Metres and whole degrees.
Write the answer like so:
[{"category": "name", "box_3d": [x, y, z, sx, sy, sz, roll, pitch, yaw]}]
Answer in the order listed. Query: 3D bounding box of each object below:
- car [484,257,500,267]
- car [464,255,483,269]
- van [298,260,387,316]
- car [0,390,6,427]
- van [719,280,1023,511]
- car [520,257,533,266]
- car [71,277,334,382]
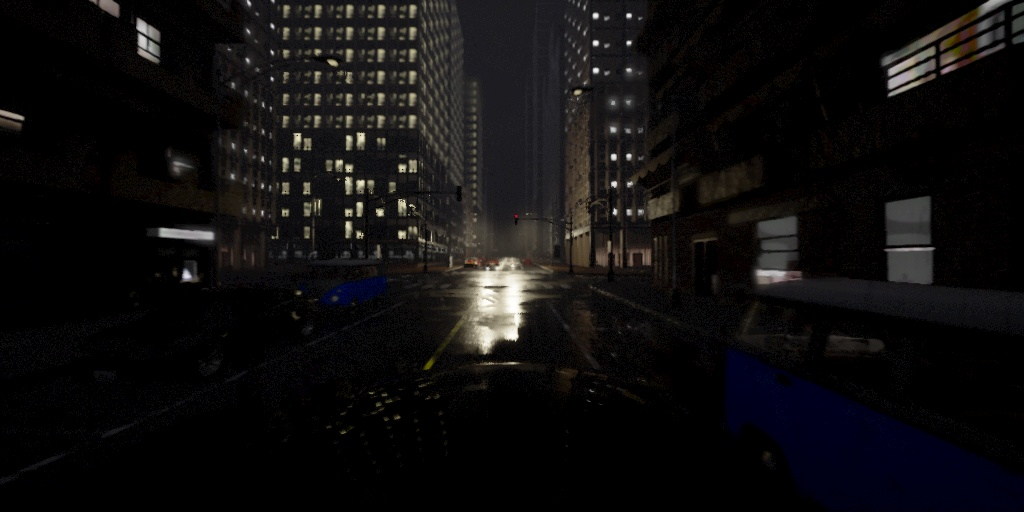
[{"category": "car", "box_3d": [-2.993, 0.997, 56.340, 1.812, 1.442, 4.674, 0, 0, 0]}, {"category": "car", "box_3d": [-5.684, 0.935, 50.767, 1.967, 1.591, 4.097, 0, 0, 0]}, {"category": "van", "box_3d": [-5.825, 1.034, 12.701, 1.690, 1.789, 3.998, 0, 0, 0]}, {"category": "car", "box_3d": [-5.656, 1.333, 1.621, 1.802, 1.307, 4.207, 0, 0, 0]}, {"category": "van", "box_3d": [2.692, 1.091, 1.672, 1.690, 1.789, 3.998, 0, 0, 0]}, {"category": "car", "box_3d": [2.698, 1.018, 61.978, 1.802, 1.307, 4.207, 0, 0, 0]}, {"category": "car", "box_3d": [-5.656, 1.288, 7.160, 1.948, 1.339, 4.313, 0, 0, 0]}]
